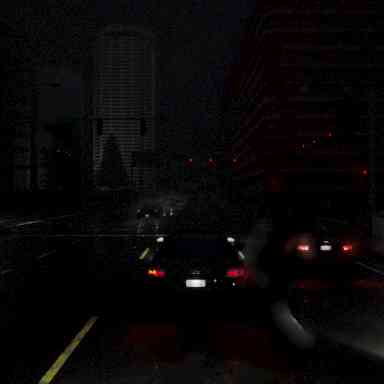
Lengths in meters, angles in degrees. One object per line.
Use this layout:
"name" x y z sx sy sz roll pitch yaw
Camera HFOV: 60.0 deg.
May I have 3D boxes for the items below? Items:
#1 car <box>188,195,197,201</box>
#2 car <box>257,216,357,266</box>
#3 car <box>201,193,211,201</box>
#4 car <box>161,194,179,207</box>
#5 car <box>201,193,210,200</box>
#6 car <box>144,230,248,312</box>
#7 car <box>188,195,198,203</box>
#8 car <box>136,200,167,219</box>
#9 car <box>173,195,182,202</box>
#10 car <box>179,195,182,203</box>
"car" 0.128 1.534 81.459 2.033 1.411 5.357 0 0 0
"car" 3.607 1.547 11.437 2.033 1.411 5.357 0 0 0
"car" 3.627 1.493 80.597 1.837 1.490 4.892 0 0 0
"car" -3.515 1.491 50.835 2.128 1.511 4.902 0 0 0
"car" 3.642 1.207 90.481 2.150 2.045 5.566 0 0 0
"car" 0.081 1.564 7.820 1.994 1.385 4.181 0 0 0
"car" 0.138 1.502 71.113 1.837 1.490 4.892 0 0 0
"car" -3.562 1.592 28.728 1.895 1.301 4.718 0 0 0
"car" -3.377 1.524 78.589 1.812 1.442 4.674 0 0 0
"car" -3.406 1.351 68.035 2.097 1.767 4.553 0 0 0
